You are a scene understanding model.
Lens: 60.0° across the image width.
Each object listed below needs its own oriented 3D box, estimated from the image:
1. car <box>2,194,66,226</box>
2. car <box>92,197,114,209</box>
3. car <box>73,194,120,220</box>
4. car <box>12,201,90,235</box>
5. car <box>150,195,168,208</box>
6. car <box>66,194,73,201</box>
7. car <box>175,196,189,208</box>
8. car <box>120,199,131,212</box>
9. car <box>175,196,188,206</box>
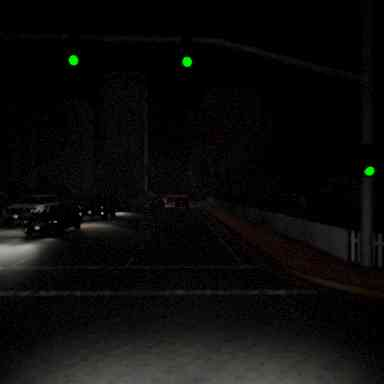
[{"bbox_3d":[-11.266,1.198,23.864,2.150,2.045,5.566,0,0,-2],"label":"car"},{"bbox_3d":[-11.908,1.482,44.583,1.812,1.442,4.674,0,0,-1],"label":"car"},{"bbox_3d":[-7.905,1.194,28.154,2.150,2.045,5.566,0,0,-2],"label":"car"},{"bbox_3d":[-7.589,1.473,18.585,2.128,1.511,4.902,0,0,-2],"label":"car"},{"bbox_3d":[-4.954,1.518,47.624,1.994,1.385,4.181,0,0,-2],"label":"car"},{"bbox_3d":[-11.601,1.188,34.226,2.150,2.045,5.566,0,0,-2],"label":"car"},{"bbox_3d":[-1.435,1.460,47.115,1.837,1.490,4.892,0,0,-2],"label":"car"},{"bbox_3d":[-8.237,1.510,38.508,2.033,1.411,5.357,0,0,-2],"label":"car"},{"bbox_3d":[-1.742,1.438,56.329,2.128,1.511,4.902,0,0,-2],"label":"car"}]
